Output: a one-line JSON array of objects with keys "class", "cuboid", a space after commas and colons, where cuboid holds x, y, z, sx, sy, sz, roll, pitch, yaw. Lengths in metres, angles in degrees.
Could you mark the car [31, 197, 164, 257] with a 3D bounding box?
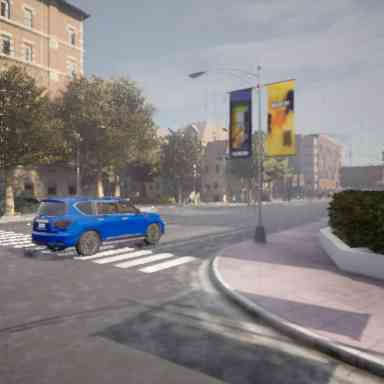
[{"class": "car", "cuboid": [-3.494, 1.225, 13.343, 2.150, 2.045, 5.566, 0, 0, 35]}]
